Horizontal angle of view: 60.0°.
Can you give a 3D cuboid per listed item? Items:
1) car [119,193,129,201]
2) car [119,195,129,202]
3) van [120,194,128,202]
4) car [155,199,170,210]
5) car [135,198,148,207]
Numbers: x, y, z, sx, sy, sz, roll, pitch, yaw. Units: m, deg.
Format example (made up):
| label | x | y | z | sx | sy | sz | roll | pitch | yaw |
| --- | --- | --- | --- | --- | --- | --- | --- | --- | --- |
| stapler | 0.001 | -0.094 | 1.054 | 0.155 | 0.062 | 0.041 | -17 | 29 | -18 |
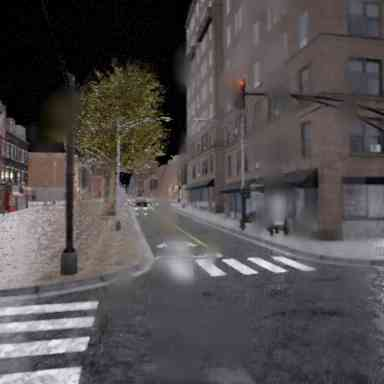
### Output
| label | x | y | z | sx | sy | sz | roll | pitch | yaw |
| --- | --- | --- | --- | --- | --- | --- | --- | --- | --- |
| car | -17.118 | 1.303 | 83.672 | 2.192 | 1.841 | 5.009 | 2 | 0 | -12 |
| car | -16.116 | 1.533 | 78.788 | 2.008 | 1.369 | 4.403 | 2 | 0 | -12 |
| van | -15.438 | 1.319 | 75.538 | 1.690 | 1.788 | 3.998 | 2 | 0 | -12 |
| car | -4.229 | 1.753 | 47.768 | 2.033 | 1.411 | 5.357 | 0 | 1 | -11 |
| car | -8.119 | 1.668 | 52.886 | 1.895 | 1.301 | 4.718 | 0 | 2 | -12 |
